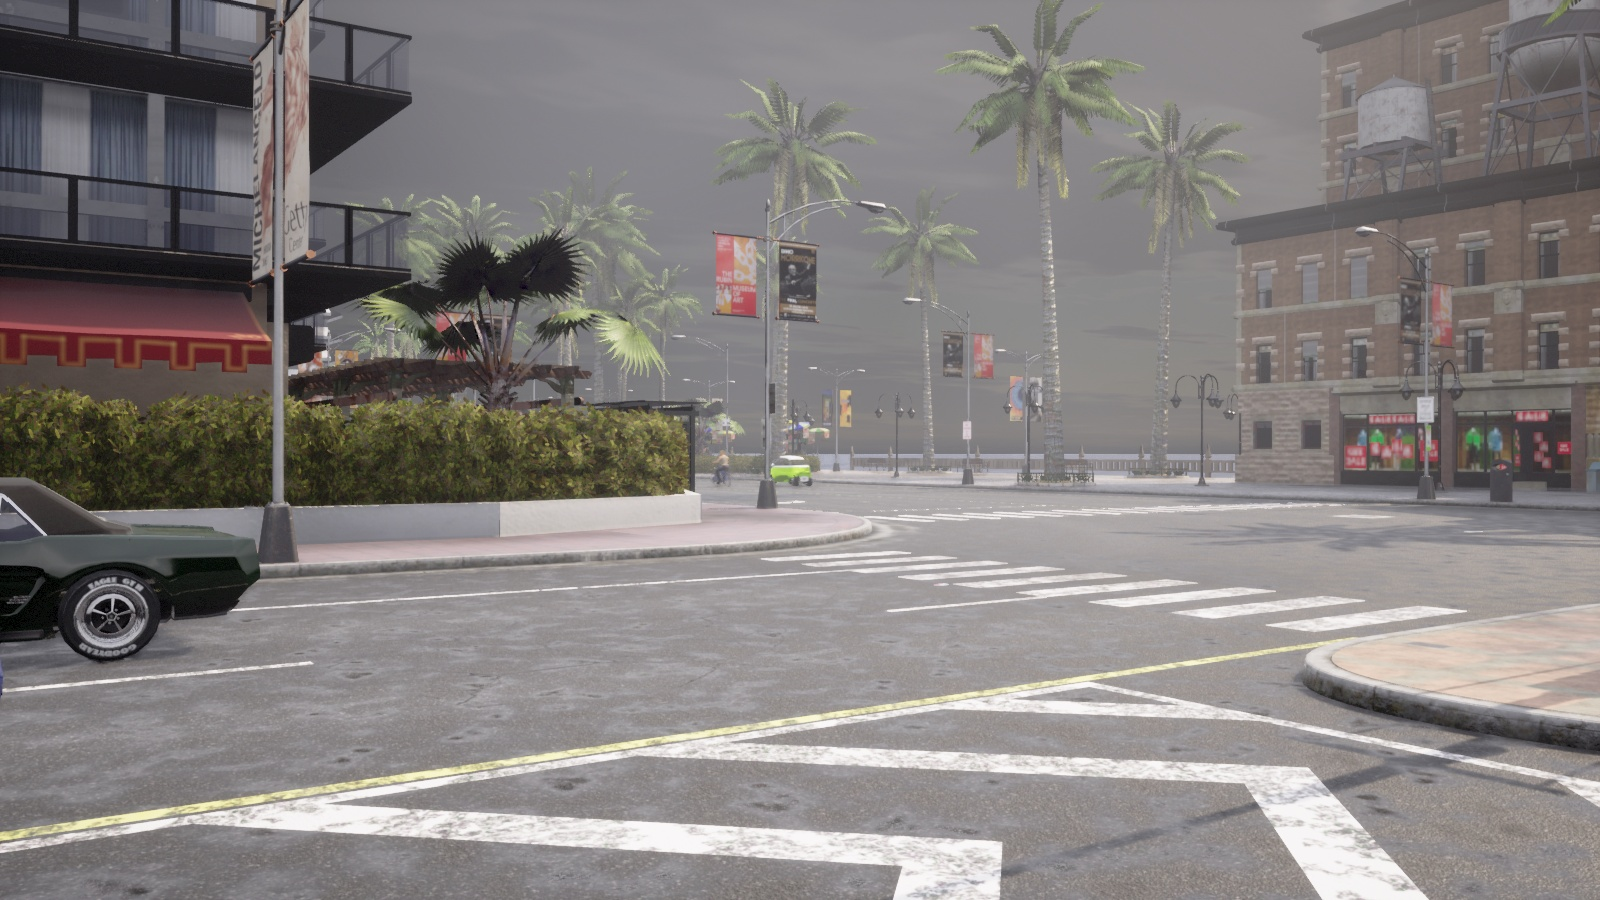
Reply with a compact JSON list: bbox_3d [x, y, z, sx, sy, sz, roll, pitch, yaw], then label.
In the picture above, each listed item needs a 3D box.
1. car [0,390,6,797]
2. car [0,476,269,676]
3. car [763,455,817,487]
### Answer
[{"bbox_3d":[-5.925,0.628,5.020,4.553,1.767,2.097,0,0,-35],"label":"car"},{"bbox_3d":[-6.481,0.881,8.894,4.718,1.301,1.895,0,0,-35],"label":"car"},{"bbox_3d":[-0.464,0.939,56.690,1.481,1.376,2.207,0,0,-34],"label":"car"}]
